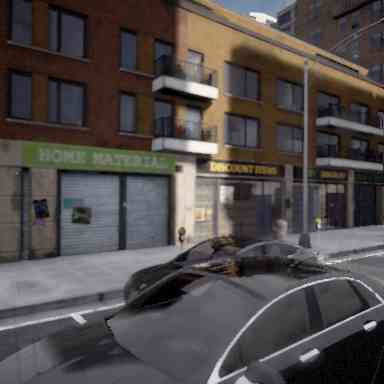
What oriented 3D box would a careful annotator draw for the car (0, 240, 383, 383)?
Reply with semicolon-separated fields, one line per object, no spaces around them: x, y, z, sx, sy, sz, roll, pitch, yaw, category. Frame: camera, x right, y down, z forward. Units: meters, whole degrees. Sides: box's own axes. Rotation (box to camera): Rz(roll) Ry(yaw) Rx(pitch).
0.486;1.528;3.419;4.892;1.490;1.837;1;0;-35;car

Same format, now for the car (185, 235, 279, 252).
0.800;1.611;6.760;4.313;1.339;1.947;1;0;-36;car
